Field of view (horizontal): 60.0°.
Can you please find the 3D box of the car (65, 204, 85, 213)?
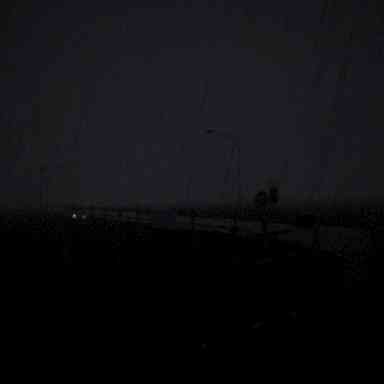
[{"bbox_3d":[-17.853,2.480,50.667,1.895,1.301,4.718,-2,0,-35],"label":"car"}]
